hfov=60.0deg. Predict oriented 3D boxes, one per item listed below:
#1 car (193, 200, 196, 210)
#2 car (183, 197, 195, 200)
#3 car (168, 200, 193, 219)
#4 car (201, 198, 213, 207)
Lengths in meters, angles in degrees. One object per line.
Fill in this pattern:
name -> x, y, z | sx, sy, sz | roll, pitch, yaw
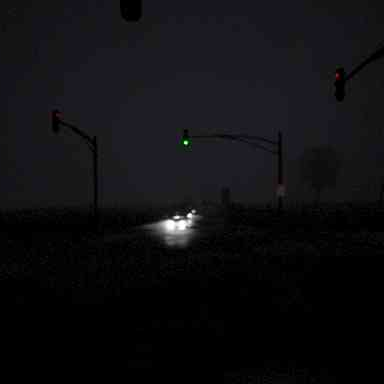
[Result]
car -> -0.908, 2.055, 43.397 | 1.895, 1.301, 4.718 | 0, -1, 2
car -> -0.481, 1.782, 53.743 | 2.150, 2.045, 5.566 | 0, -1, 3
car -> -1.308, 1.846, 33.591 | 2.128, 1.511, 4.902 | 0, -1, 2
car -> 2.876, 2.001, 64.028 | 2.097, 1.767, 4.553 | 0, -1, 2
